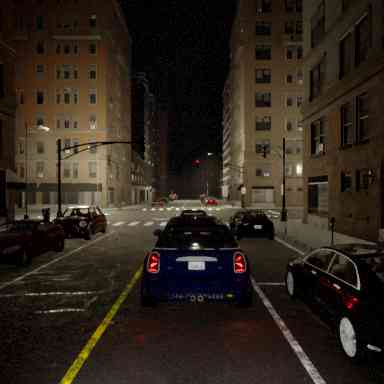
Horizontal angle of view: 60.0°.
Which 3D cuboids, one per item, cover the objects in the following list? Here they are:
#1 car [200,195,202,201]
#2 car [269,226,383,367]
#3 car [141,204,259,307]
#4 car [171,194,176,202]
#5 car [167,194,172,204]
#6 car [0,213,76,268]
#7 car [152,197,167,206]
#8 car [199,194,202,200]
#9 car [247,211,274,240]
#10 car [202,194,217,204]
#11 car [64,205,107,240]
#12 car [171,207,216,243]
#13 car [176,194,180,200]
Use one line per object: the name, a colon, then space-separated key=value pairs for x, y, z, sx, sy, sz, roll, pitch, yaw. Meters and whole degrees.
car: x=3.065 y=1.607 z=64.551 sx=2.008 sy=1.369 sz=4.403 roll=0 pitch=0 yaw=0
car: x=2.867 y=1.551 z=5.641 sx=2.008 sy=1.369 sz=4.403 roll=0 pitch=0 yaw=0
car: x=0.097 y=1.352 z=8.131 sx=2.097 sy=1.767 sz=4.553 roll=0 pitch=0 yaw=0
car: x=-5.393 y=1.626 z=80.640 sx=1.752 sy=1.417 sz=4.829 roll=0 pitch=0 yaw=0
car: x=-5.460 y=1.607 z=64.584 sx=2.008 sy=1.369 sz=4.403 roll=0 pitch=0 yaw=0
car: x=-5.645 y=1.582 z=11.163 sx=1.802 sy=1.307 sz=4.206 roll=0 pitch=0 yaw=0
car: x=-5.507 y=1.618 z=53.767 sx=1.802 sy=1.307 sz=4.206 roll=0 pitch=0 yaw=0
car: x=3.109 y=1.524 z=75.369 sx=1.967 sy=1.590 sz=4.097 roll=0 pitch=0 yaw=0
car: x=2.894 y=1.566 z=16.644 sx=1.947 sy=1.339 sz=4.313 roll=0 pitch=0 yaw=0
car: x=3.018 y=1.476 z=53.734 sx=1.967 sy=1.590 sz=4.097 roll=0 pitch=0 yaw=0
car: x=-5.631 y=1.441 z=16.665 sx=1.967 sy=1.590 sz=4.097 roll=0 pitch=0 yaw=0
car: x=0.084 y=1.565 z=16.714 sx=1.994 sy=1.385 sz=4.181 roll=0 pitch=0 yaw=0
car: x=-5.347 y=1.457 z=91.627 sx=2.192 sy=1.841 sz=5.009 roll=0 pitch=0 yaw=0
